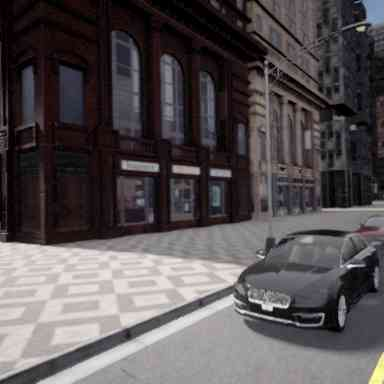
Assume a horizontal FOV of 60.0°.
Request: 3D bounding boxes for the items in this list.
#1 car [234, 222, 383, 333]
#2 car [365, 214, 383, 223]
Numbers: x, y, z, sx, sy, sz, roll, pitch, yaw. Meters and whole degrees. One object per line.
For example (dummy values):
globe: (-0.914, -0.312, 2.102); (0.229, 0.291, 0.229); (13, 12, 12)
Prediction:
car: (2.745, 1.634, 7.281); (1.837, 1.490, 4.892); (-2, -2, 39)
car: (8.489, 1.711, 14.544); (1.812, 1.442, 4.674); (-2, -2, 39)
